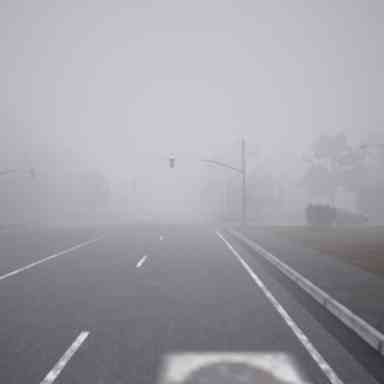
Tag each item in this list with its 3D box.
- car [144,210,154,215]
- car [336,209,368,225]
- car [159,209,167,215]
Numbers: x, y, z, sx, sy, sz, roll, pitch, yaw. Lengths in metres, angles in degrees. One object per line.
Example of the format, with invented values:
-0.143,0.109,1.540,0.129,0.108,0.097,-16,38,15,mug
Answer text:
-10.491,4.951,80.818,1.895,1.301,4.718,0,-1,0,car
14.891,2.438,32.883,4.553,1.767,2.097,0,-4,-2,car
-6.991,4.896,80.861,2.033,1.411,5.357,0,-1,0,car
